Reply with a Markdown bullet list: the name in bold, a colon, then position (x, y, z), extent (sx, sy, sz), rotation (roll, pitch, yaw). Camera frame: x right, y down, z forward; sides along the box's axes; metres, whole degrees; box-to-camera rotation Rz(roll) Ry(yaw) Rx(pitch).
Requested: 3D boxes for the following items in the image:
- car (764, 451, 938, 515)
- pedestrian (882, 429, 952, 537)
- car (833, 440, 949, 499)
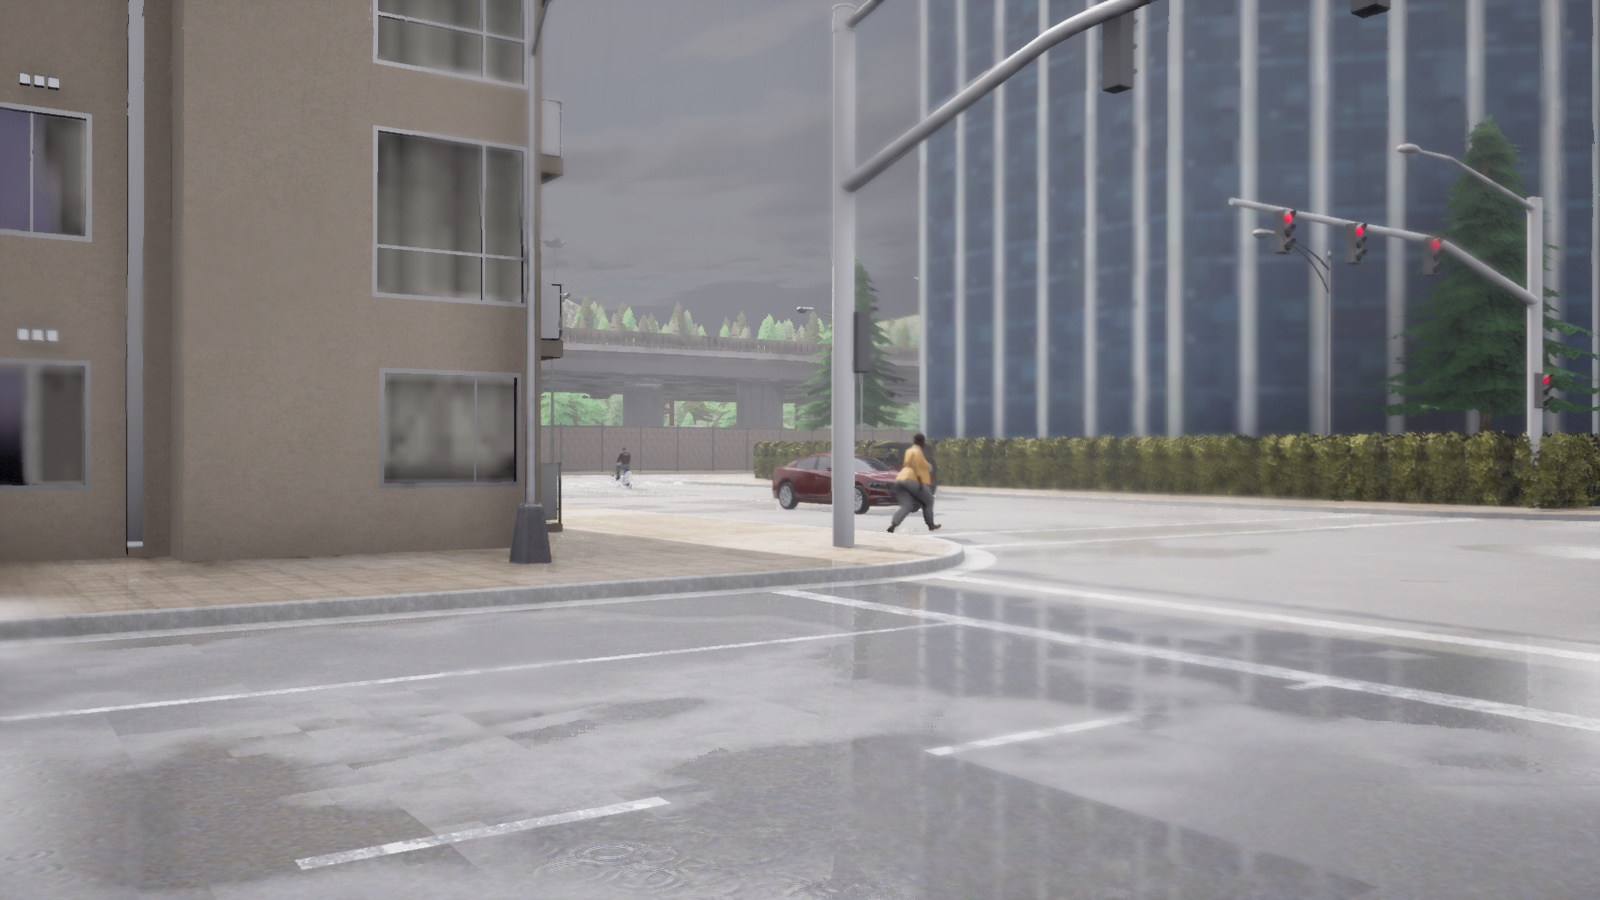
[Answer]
- **car**: position (1.217, 0.800, 32.555), extent (1.882, 1.535, 5.008), rotation (0, 0, -34)
- **pedestrian**: position (2.053, 0.563, 22.045), extent (0.900, 1.855, 0.874), rotation (0, 0, -27)
- **car**: position (3.010, 0.638, 42.364), extent (1.905, 1.878, 3.866), rotation (0, 0, -34)
